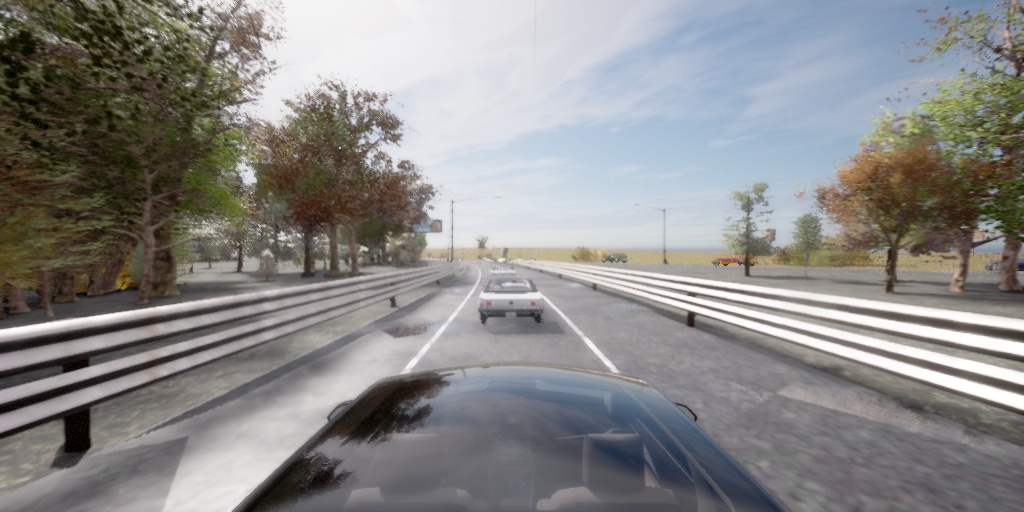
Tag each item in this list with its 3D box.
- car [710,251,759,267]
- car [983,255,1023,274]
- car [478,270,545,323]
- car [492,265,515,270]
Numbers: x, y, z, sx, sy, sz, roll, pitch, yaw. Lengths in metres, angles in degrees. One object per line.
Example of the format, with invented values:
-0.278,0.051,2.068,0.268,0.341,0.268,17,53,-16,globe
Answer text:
28.405,0.383,45.878,2.150,2.045,5.566,-1,0,-26,car
38.068,0.446,26.063,2.097,1.767,4.553,-1,0,-26,car
-0.069,1.332,12.099,1.895,1.301,4.718,0,0,-1,car
-0.703,1.311,27.303,1.895,1.301,4.718,0,0,-3,car
